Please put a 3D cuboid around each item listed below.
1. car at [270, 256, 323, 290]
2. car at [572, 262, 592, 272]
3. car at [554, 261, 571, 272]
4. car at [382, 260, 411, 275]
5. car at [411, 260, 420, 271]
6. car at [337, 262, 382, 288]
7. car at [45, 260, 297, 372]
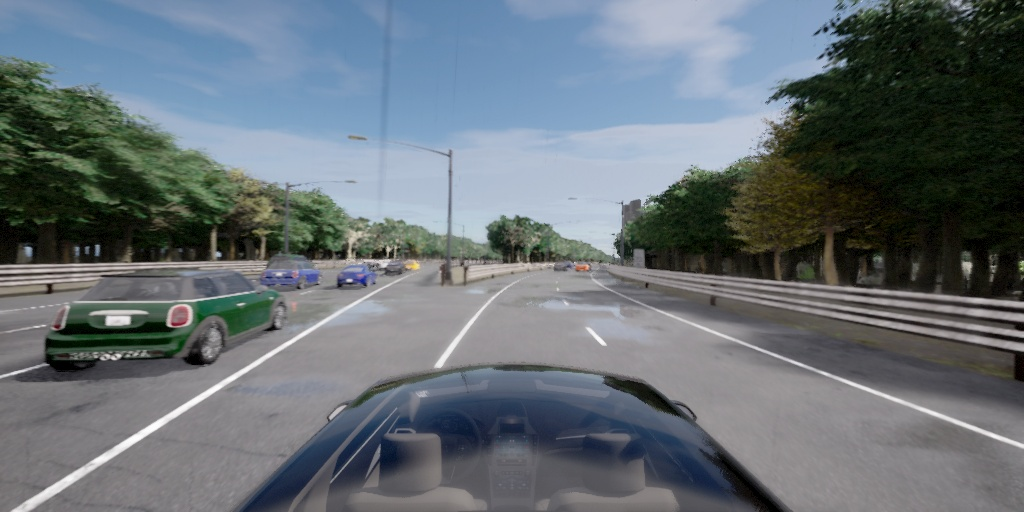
[{"bbox_3d":[-13.225,1.070,21.816,2.097,1.767,4.553,1,0,-11],"label":"car"},{"bbox_3d":[11.824,1.784,60.163,2.097,1.767,4.553,1,-1,15],"label":"car"},{"bbox_3d":[8.131,1.868,59.897,2.128,1.511,4.902,1,-1,15],"label":"car"},{"bbox_3d":[-13.152,1.368,40.777,2.128,1.511,4.902,1,0,-9],"label":"car"},{"bbox_3d":[-14.939,1.426,53.489,1.882,1.535,5.008,1,0,-7],"label":"car"},{"bbox_3d":[-10.126,1.312,23.644,1.812,1.442,4.674,1,-1,-11],"label":"car"},{"bbox_3d":[-6.715,1.051,7.746,2.097,1.767,4.553,1,-1,-13],"label":"car"}]
